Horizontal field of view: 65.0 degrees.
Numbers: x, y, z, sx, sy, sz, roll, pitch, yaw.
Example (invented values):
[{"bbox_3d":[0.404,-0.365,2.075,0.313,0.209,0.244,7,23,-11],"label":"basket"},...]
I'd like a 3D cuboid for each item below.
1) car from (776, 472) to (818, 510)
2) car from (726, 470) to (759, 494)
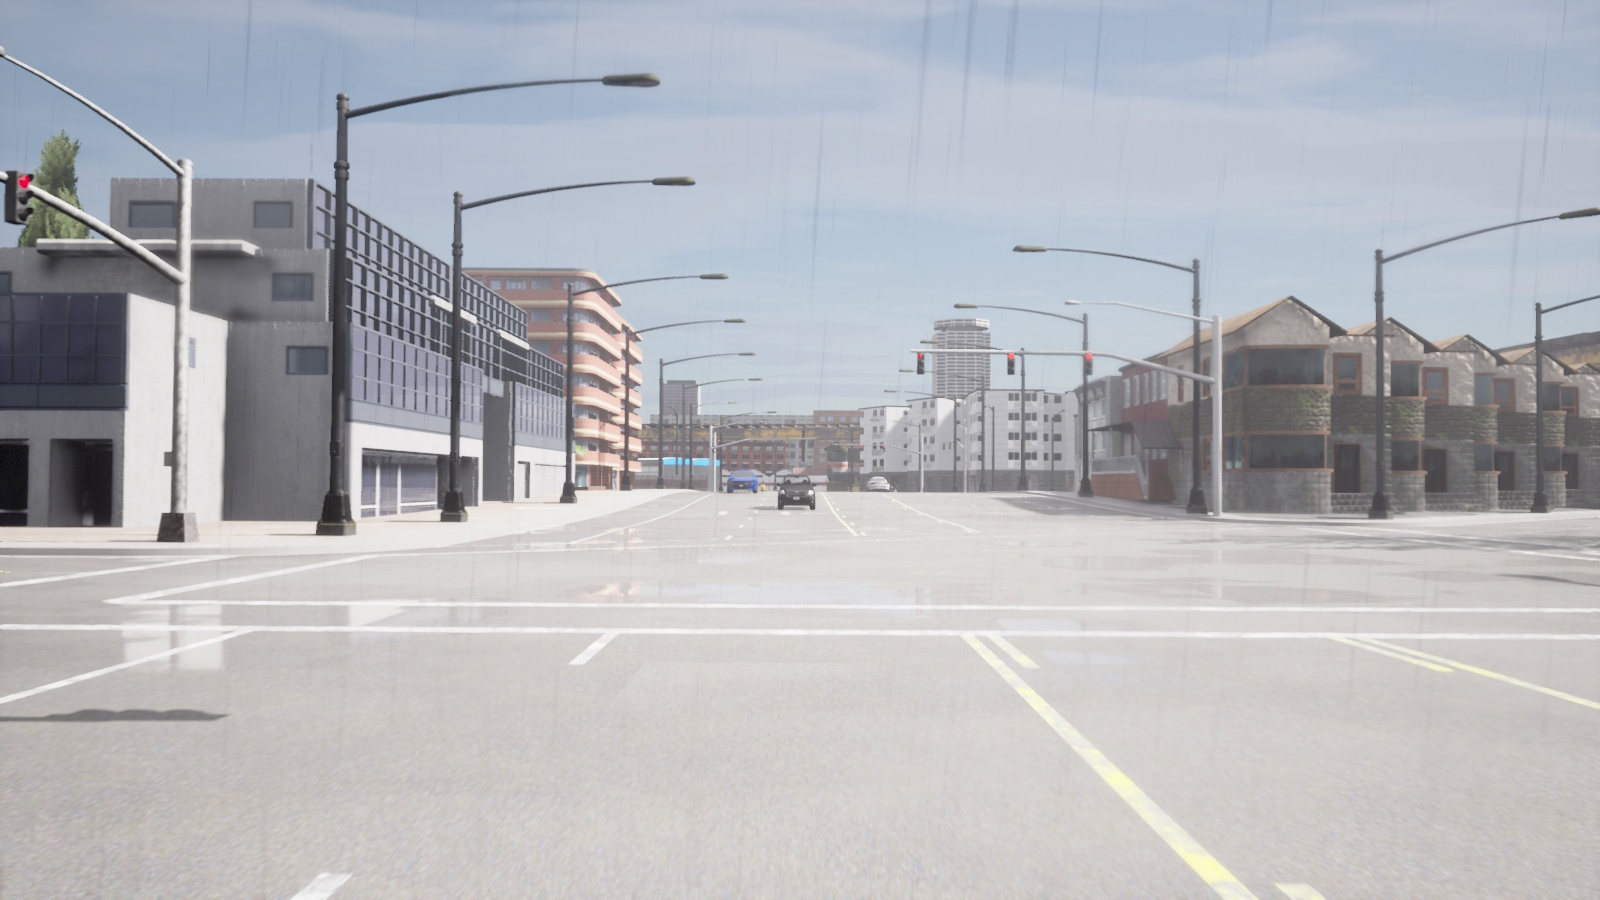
[{"bbox_3d":[-0.135,1.869,57.729,1.851,1.617,3.988,0,0,0],"label":"car"},{"bbox_3d":[-3.692,2.052,81.479,1.882,1.535,5.008,0,-1,0],"label":"car"}]
